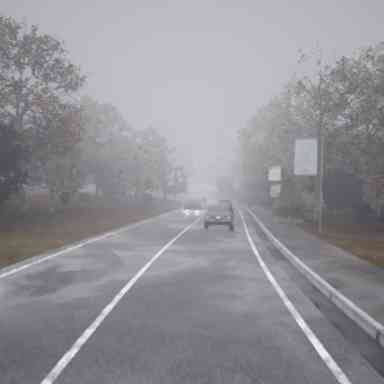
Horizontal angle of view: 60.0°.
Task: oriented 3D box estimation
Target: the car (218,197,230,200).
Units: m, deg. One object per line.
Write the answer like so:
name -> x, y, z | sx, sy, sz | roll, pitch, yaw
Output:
car -> 4.102, 1.410, 42.605 | 2.128, 1.511, 4.902 | 1, 0, 4

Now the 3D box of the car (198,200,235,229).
car -> 1.814, 1.516, 21.717 | 2.033, 1.411, 5.357 | 1, 0, 7

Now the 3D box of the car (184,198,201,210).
car -> 0.188, 1.453, 40.156 | 1.994, 1.385, 4.181 | 1, 0, 5
